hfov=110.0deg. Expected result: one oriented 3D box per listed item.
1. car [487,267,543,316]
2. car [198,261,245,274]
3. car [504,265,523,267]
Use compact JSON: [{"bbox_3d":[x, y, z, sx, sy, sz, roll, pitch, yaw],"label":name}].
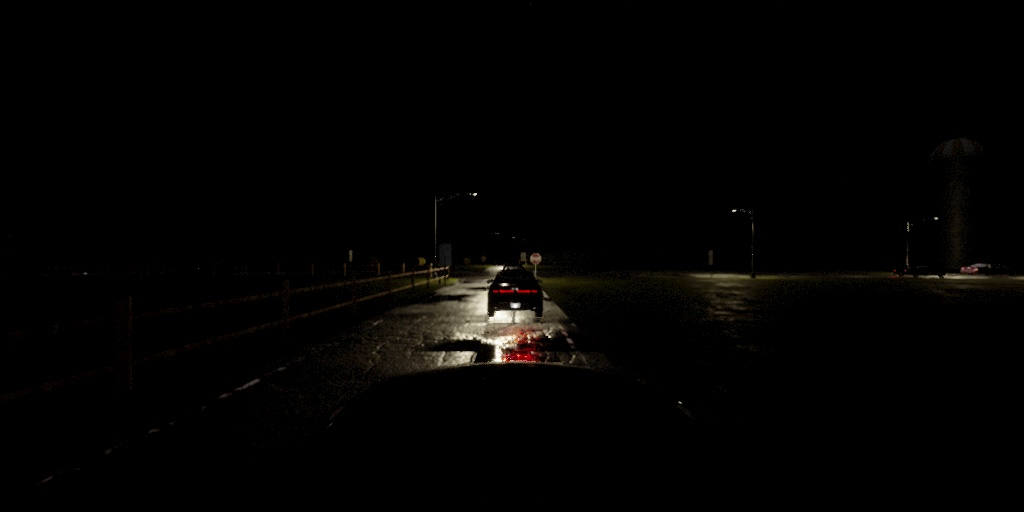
[{"bbox_3d":[0.106,1.308,13.566,1.837,1.490,4.892,0,-1,0],"label":"car"},{"bbox_3d":[-35.119,1.360,43.412,4.902,1.511,2.128,0,0,0],"label":"car"},{"bbox_3d":[0.115,1.339,24.823,1.882,1.535,5.008,0,0,0],"label":"car"}]
